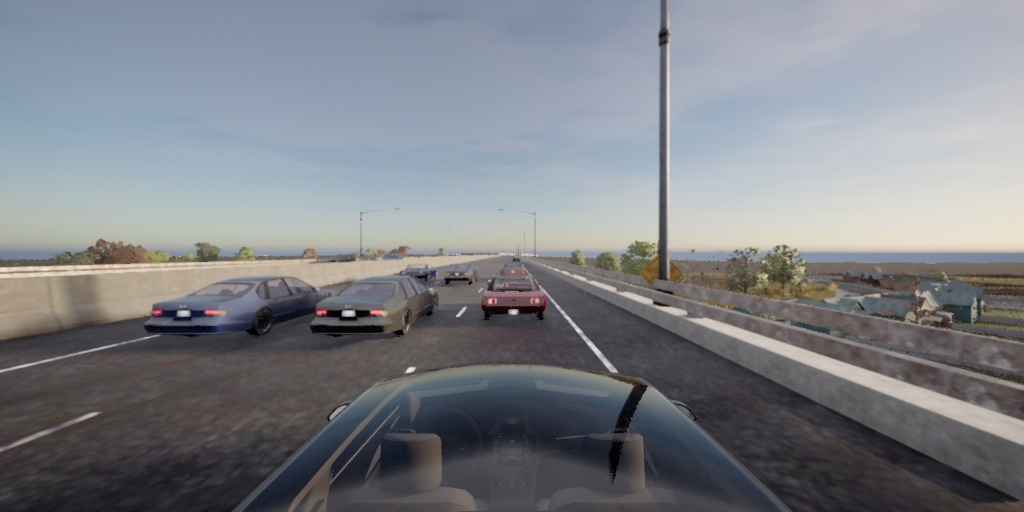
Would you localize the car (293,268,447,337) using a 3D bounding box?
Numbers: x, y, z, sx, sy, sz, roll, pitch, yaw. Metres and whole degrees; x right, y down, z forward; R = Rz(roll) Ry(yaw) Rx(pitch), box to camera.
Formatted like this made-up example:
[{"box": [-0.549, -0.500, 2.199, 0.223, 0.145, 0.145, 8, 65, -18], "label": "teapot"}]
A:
[{"box": [-3.456, 1.255, 10.134, 2.033, 1.411, 5.357, 0, 0, 0], "label": "car"}]

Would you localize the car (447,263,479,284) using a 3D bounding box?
[{"box": [-3.456, 1.178, 25.146, 2.033, 1.411, 5.357, 0, 0, 1], "label": "car"}]

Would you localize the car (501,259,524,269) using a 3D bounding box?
[{"box": [0.074, 1.171, 29.690, 1.994, 1.385, 4.181, 0, 0, 0], "label": "car"}]

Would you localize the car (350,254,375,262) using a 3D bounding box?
[{"box": [-21.063, 0.845, 52.111, 2.097, 1.767, 4.553, 0, 0, 0], "label": "car"}]

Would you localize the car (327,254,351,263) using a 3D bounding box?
[{"box": [-24.556, 0.713, 52.114, 2.150, 2.045, 5.566, 0, 1, 1], "label": "car"}]

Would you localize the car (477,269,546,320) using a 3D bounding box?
[{"box": [0.062, 1.296, 12.408, 1.895, 1.301, 4.718, 0, 0, 0], "label": "car"}]

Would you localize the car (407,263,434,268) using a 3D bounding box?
[{"box": [-6.939, 1.220, 27.432, 1.895, 1.301, 4.718, 0, 0, 0], "label": "car"}]

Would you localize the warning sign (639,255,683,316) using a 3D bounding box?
[{"box": [4.549, 0.818, 10.999, 1.300, 1.860, 1.060, 0, 0, 0], "label": "warning sign"}]

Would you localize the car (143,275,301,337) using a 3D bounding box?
[{"box": [-6.955, 1.255, 10.127, 2.033, 1.411, 5.357, 0, 0, 0], "label": "car"}]

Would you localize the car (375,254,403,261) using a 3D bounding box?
[{"box": [-17.565, 0.711, 52.594, 2.150, 2.045, 5.566, 0, 0, 0], "label": "car"}]
